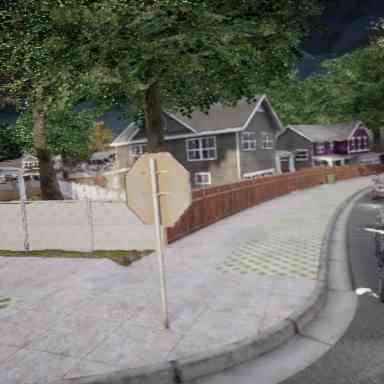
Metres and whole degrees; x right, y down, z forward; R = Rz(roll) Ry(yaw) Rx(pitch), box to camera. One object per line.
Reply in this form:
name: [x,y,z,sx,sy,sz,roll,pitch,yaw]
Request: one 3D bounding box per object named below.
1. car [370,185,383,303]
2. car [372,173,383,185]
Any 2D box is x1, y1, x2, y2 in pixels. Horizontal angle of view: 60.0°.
car: [4.383,0.828,6.031,1.837,1.490,4.892,-1,4,27]
car: [11.173,-0.383,18.484,1.812,1.442,4.674,-1,5,33]
